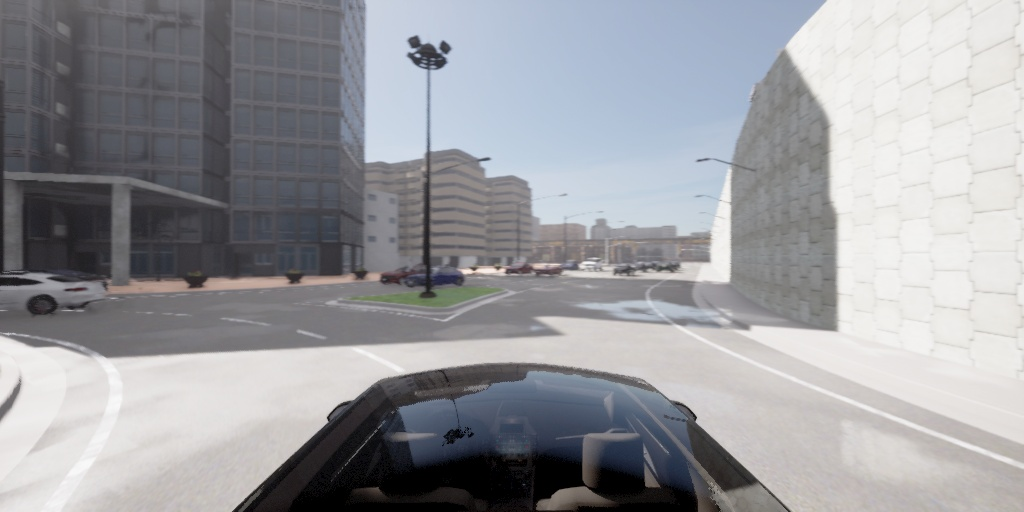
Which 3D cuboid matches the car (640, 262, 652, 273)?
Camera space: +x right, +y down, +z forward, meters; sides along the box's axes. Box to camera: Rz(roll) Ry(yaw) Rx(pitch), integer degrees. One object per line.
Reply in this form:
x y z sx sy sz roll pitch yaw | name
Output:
18.673 1.609 52.527 2.128 1.511 4.902 0 0 28 | car

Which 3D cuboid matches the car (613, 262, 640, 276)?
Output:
13.206 1.532 42.193 2.128 1.511 4.902 0 0 28 | car

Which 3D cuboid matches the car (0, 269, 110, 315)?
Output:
-17.679 1.323 12.610 4.674 1.442 1.812 0 0 -23 | car

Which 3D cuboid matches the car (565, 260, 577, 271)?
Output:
9.192 1.487 57.240 2.097 1.767 4.553 0 0 29 | car

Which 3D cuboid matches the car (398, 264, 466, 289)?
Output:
-5.097 1.421 24.450 1.812 1.442 4.674 0 0 33 | car

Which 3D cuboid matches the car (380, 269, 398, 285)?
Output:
-7.551 1.386 27.056 1.882 1.535 5.008 0 0 33 | car

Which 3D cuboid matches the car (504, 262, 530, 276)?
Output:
0.905 1.498 41.912 1.882 1.535 5.008 0 -1 28 | car

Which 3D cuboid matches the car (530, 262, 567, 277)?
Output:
4.203 1.618 40.656 1.895 1.301 4.718 0 0 28 | car

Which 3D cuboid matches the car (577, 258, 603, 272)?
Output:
12.557 1.353 56.115 2.150 2.045 5.566 0 0 29 | car

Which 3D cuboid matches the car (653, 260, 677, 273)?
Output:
21.923 1.465 51.212 2.097 1.767 4.553 0 0 29 | car
